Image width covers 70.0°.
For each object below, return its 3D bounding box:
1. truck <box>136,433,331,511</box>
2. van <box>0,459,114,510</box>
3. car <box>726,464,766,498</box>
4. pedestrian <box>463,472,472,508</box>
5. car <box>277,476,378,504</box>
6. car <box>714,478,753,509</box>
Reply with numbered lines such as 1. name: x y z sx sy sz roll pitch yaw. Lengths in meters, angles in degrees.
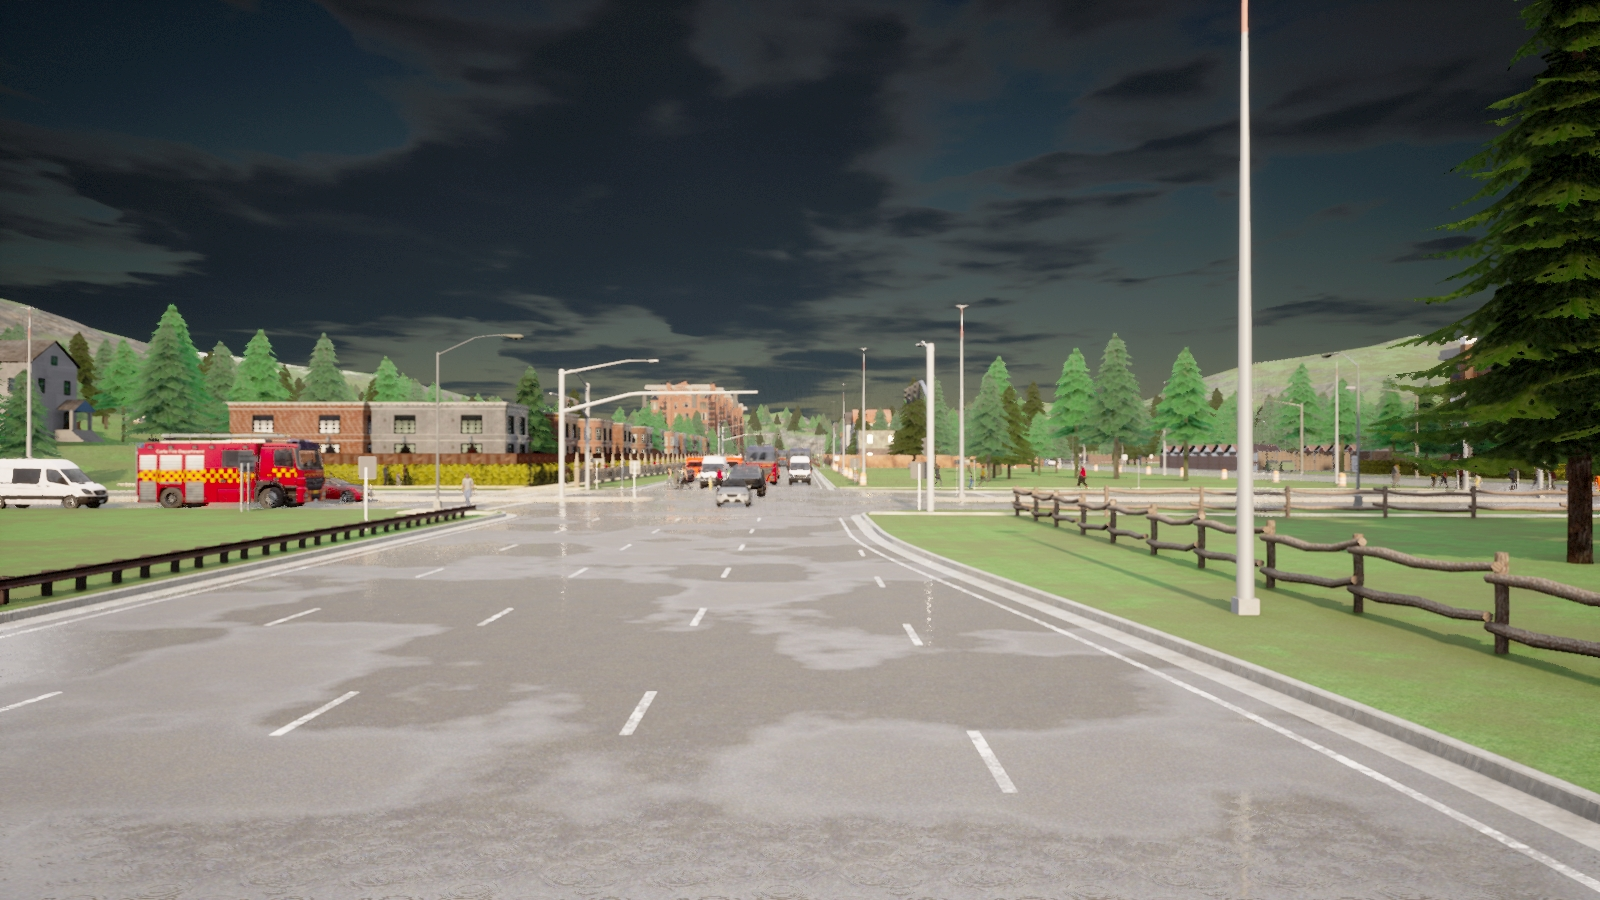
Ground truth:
1. truck: -28.619 1.098 57.963 8.468 3.827 2.891 0 0 1
2. van: -38.541 1.743 58.305 5.915 2.561 1.988 0 0 1
3. car: -3.503 2.021 75.314 2.390 2.098 6.274 0 0 0
4. pedestrian: -17.077 2.059 58.753 0.375 1.860 0.375 0 0 -4
5. car: -26.929 2.280 65.198 4.902 1.511 2.128 0 0 1
6. car: -3.504 2.283 60.843 1.816 1.474 4.193 0 0 0
